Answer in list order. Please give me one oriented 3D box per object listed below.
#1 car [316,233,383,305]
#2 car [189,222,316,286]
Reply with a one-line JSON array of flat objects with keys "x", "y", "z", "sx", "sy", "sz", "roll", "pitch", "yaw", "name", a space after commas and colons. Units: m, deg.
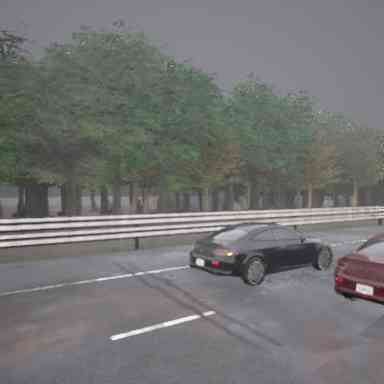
[{"x": 4.954, "y": 1.591, "z": 7.270, "sx": 4.674, "sy": 1.442, "sz": 1.812, "roll": 1, "pitch": 0, "yaw": -35, "name": "car"}, {"x": 2.071, "y": 1.582, "z": 9.515, "sx": 4.674, "sy": 1.442, "sz": 1.812, "roll": 1, "pitch": 0, "yaw": -35, "name": "car"}]
